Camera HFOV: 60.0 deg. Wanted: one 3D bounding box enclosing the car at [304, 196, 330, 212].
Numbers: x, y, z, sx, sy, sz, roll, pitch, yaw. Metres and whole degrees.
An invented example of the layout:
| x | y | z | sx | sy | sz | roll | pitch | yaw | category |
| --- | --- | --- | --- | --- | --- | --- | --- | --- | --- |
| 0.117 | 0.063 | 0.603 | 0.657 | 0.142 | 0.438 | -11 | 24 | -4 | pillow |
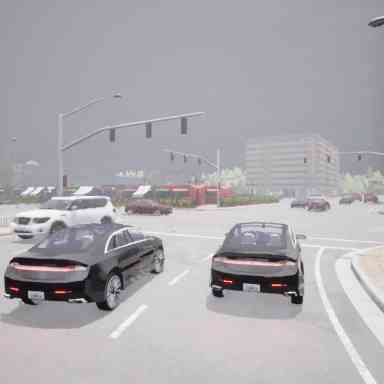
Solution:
| x | y | z | sx | sy | sz | roll | pitch | yaw | category |
| --- | --- | --- | --- | --- | --- | --- | --- | --- | --- |
| 15.190 | 1.526 | 39.783 | 1.812 | 1.442 | 4.674 | 0 | 0 | 33 | car |

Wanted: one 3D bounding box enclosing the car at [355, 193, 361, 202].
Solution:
| x | y | z | sx | sy | sz | roll | pitch | yaw | category |
| --- | --- | --- | --- | --- | --- | --- | --- | --- | --- |
| 39.253 | 1.225 | 79.298 | 2.150 | 2.045 | 5.566 | 0 | 0 | 31 | car |

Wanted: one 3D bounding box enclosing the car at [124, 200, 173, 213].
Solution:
| x | y | z | sx | sy | sz | roll | pitch | yaw | category |
| --- | --- | --- | --- | --- | --- | --- | --- | --- | --- |
| -4.280 | 1.533 | 32.538 | 5.008 | 1.535 | 1.882 | 0 | 0 | 26 | car |

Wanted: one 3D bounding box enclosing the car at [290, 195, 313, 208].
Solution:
| x | y | z | sx | sy | sz | roll | pitch | yaw | category |
| --- | --- | --- | --- | --- | --- | --- | --- | --- | --- |
| 15.485 | 1.547 | 47.290 | 2.033 | 1.411 | 5.357 | 0 | 0 | 31 | car |

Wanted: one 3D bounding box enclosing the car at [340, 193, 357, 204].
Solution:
| x | y | z | sx | sy | sz | roll | pitch | yaw | category |
| --- | --- | --- | --- | --- | --- | --- | --- | --- | --- |
| 29.064 | 1.491 | 62.428 | 2.128 | 1.511 | 4.902 | 0 | 0 | 31 | car |

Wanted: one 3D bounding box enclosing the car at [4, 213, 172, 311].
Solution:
| x | y | z | sx | sy | sz | roll | pitch | yaw | category |
| --- | --- | --- | --- | --- | --- | --- | --- | --- | --- |
| -2.071 | 1.492 | 7.862 | 2.128 | 1.511 | 4.902 | 0 | 0 | 12 | car |

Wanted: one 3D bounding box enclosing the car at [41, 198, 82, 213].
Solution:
| x | y | z | sx | sy | sz | roll | pitch | yaw | category |
| --- | --- | --- | --- | --- | --- | --- | --- | --- | --- |
| -15.395 | 1.533 | 39.124 | 5.008 | 1.535 | 1.882 | 0 | 0 | 32 | car |

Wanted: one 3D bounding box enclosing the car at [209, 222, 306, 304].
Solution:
| x | y | z | sx | sy | sz | roll | pitch | yaw | category |
| --- | --- | --- | --- | --- | --- | --- | --- | --- | --- |
| 1.746 | 1.492 | 8.255 | 2.128 | 1.511 | 4.902 | 0 | 0 | 16 | car |

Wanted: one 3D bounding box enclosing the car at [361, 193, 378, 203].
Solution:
| x | y | z | sx | sy | sz | roll | pitch | yaw | category |
| --- | --- | --- | --- | --- | --- | --- | --- | --- | --- |
| 36.645 | 1.225 | 68.314 | 2.150 | 2.045 | 5.566 | 0 | 0 | 31 | car |

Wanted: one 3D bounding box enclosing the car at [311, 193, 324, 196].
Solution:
| x | y | z | sx | sy | sz | roll | pitch | yaw | category |
| --- | --- | --- | --- | --- | --- | --- | --- | --- | --- |
| 21.106 | 1.221 | 56.454 | 2.150 | 2.045 | 5.566 | 0 | 0 | 31 | car |

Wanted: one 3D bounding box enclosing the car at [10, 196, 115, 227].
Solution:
| x | y | z | sx | sy | sz | roll | pitch | yaw | category |
| --- | --- | --- | --- | --- | --- | --- | --- | --- | --- |
| -6.182 | 1.220 | 16.814 | 2.150 | 2.045 | 5.566 | 0 | 0 | 25 | car |

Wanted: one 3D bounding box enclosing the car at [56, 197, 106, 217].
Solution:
| x | y | z | sx | sy | sz | roll | pitch | yaw | category |
| --- | --- | --- | --- | --- | --- | --- | --- | --- | --- |
| -10.736 | 1.408 | 32.080 | 4.553 | 1.767 | 2.097 | 0 | 0 | 32 | car |

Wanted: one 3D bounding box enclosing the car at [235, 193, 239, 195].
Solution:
| x | y | z | sx | sy | sz | roll | pitch | yaw | category |
| --- | --- | --- | --- | --- | --- | --- | --- | --- | --- |
| 11.184 | 1.209 | 88.562 | 4.605 | 1.855 | 1.932 | 0 | 0 | 32 | car |

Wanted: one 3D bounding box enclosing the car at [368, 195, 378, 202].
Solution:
| x | y | z | sx | sy | sz | roll | pitch | yaw | category |
| --- | --- | --- | --- | --- | --- | --- | --- | --- | --- |
| 42.163 | 1.524 | 77.348 | 1.812 | 1.442 | 4.674 | 0 | 0 | 31 | car |
